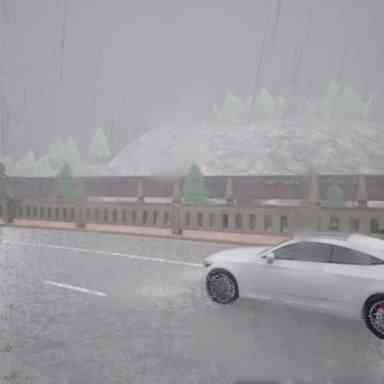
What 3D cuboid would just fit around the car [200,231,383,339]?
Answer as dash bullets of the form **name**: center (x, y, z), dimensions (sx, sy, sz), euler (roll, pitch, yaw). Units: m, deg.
- **car**: center (2.365, 1.493, 6.386), dimensions (4.674, 1.442, 1.812), euler (0, 0, 34)
